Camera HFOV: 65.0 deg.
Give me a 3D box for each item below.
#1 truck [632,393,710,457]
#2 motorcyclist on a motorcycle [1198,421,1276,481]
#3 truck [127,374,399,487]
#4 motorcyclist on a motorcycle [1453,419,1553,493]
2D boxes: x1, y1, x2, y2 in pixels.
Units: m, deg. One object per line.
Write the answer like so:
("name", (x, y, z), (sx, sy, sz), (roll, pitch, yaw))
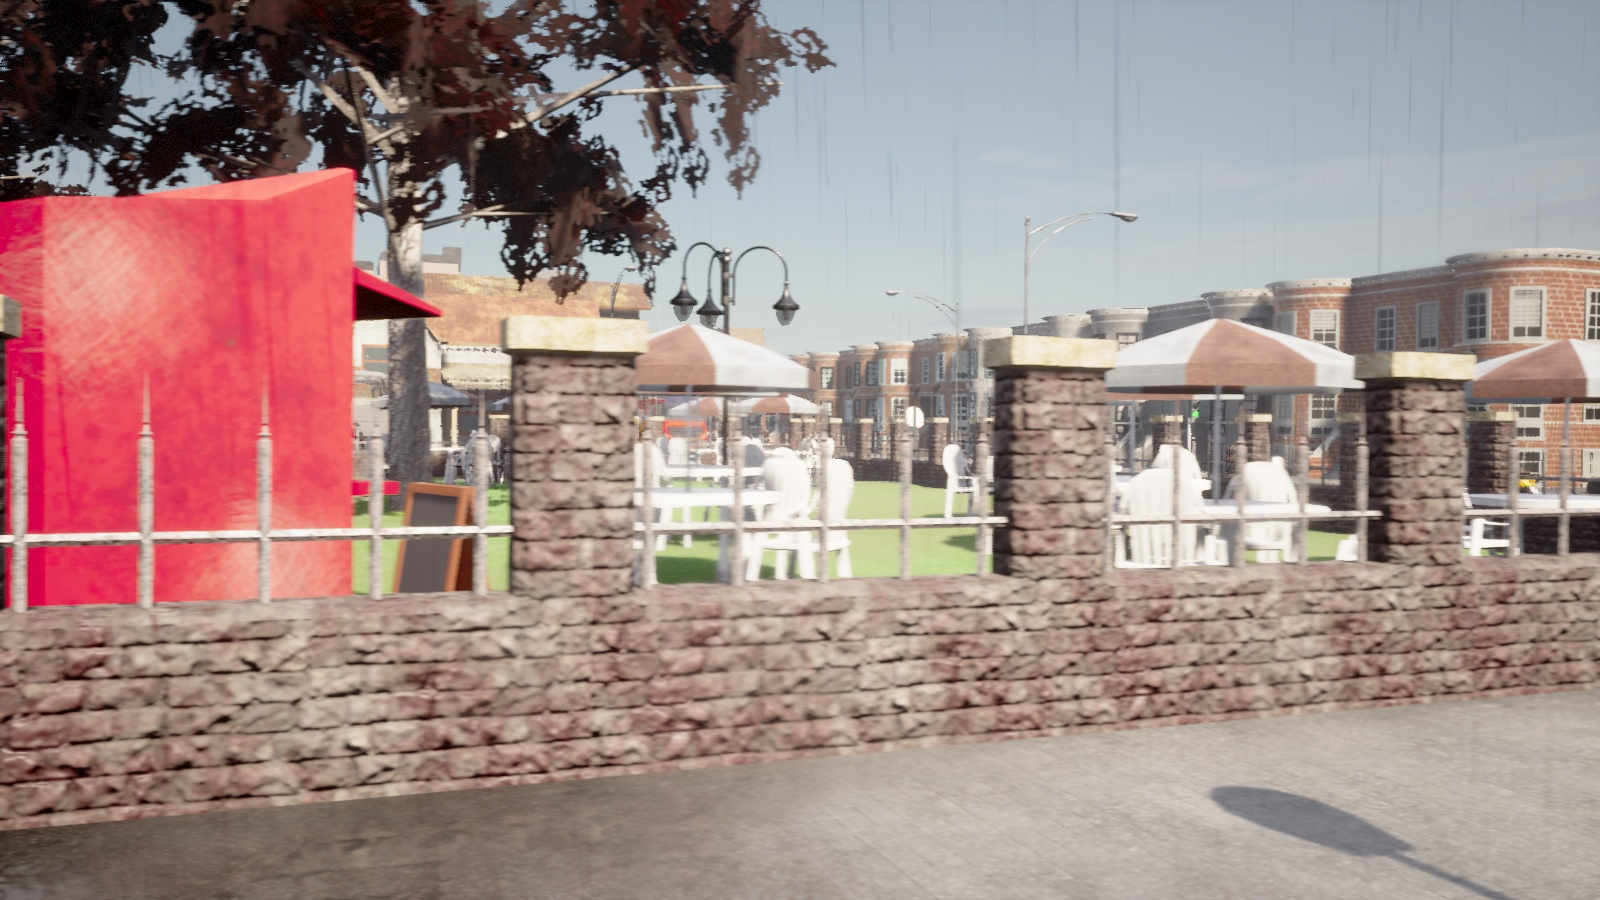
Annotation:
("truck", (-8.351, -1.582, 80.244), (2.891, 3.827, 8.468), (-1, 1, -21))
("motorcyclist on a motorcycle", (12.594, 0.022, 36.269), (0.766, 1.649, 2.350), (-1, 1, -21))
("truck", (-17.423, -0.670, 41.269), (7.936, 3.462, 2.891), (-1, 1, -21))
("motorcyclist on a motorcycle", (15.695, 0.125, 28.093), (0.866, 1.590, 1.817), (-1, 1, -21))
